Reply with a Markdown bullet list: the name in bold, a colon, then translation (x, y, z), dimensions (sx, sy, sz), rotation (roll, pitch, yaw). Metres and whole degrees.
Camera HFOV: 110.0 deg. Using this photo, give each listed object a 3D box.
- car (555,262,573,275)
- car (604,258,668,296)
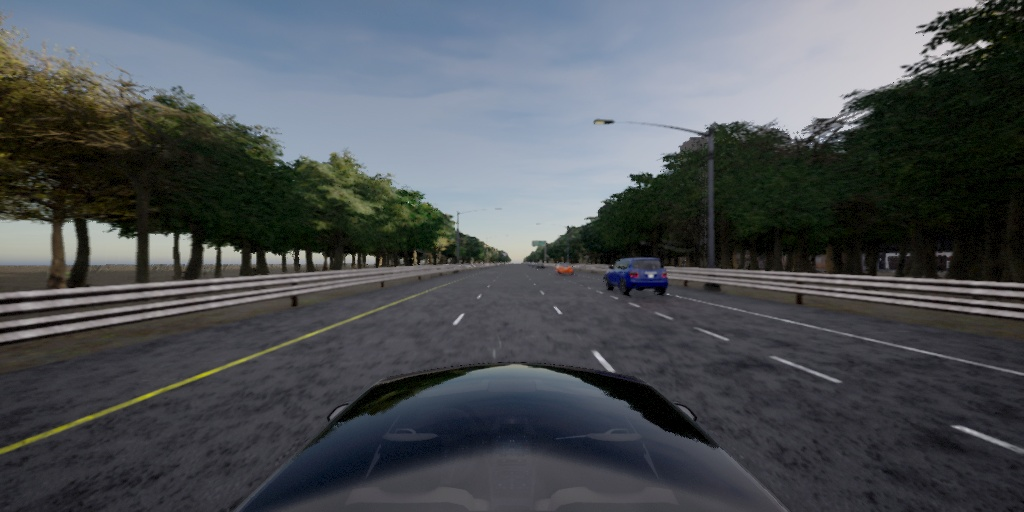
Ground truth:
- **car**: translation (7.144, 1.690, 49.777), dimensions (2.097, 1.767, 4.553), rotation (0, -1, 0)
- **car**: translation (7.026, 1.133, 20.806), dimensions (2.150, 2.045, 5.566), rotation (0, -1, 0)
